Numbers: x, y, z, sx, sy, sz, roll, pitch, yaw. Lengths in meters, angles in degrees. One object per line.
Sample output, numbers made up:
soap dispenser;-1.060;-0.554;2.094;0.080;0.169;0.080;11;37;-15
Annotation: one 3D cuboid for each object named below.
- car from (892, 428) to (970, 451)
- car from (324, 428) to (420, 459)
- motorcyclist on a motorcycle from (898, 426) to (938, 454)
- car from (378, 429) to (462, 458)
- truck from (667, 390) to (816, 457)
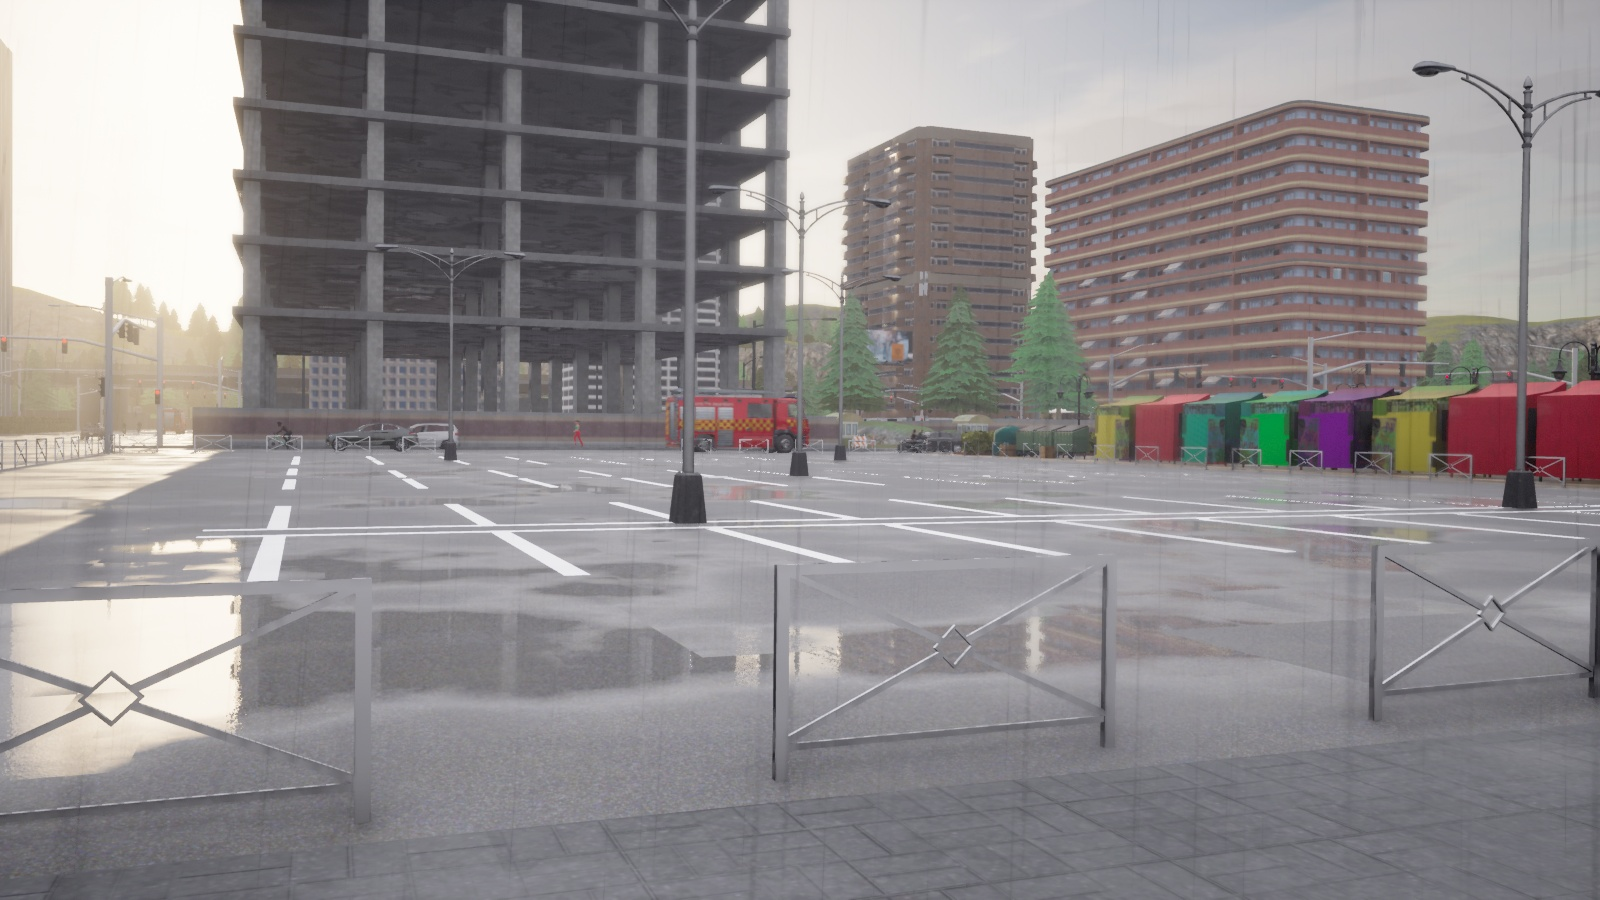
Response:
car;8.803;-0.720;84.326;4.892;1.490;1.837;-1;1;-22
car;-24.227;-0.374;71.120;5.027;1.651;2.152;-1;1;-22
motorcyclist on a motorcycle;7.145;-0.623;76.125;2.350;1.649;0.766;-1;1;-22
car;-22.834;-0.396;75.450;4.611;1.667;2.242;-1;1;-22
truck;-3.520;-1.614;75.618;8.468;3.827;2.891;-1;1;-22
